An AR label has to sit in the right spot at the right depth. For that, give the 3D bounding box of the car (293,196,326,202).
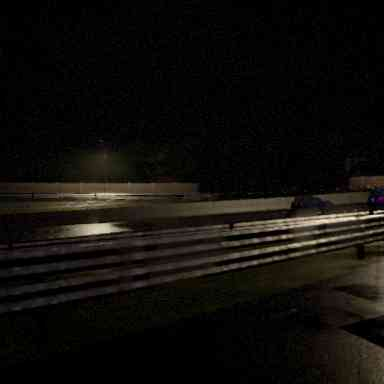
[{"bbox_3d":[12.665,1.198,35.079,4.553,1.767,2.097,-3,2,-22],"label":"car"}]

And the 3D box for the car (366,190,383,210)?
[{"bbox_3d":[20.739,0.760,34.608,5.566,2.045,2.150,-3,2,-22],"label":"car"}]

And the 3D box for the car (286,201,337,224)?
[{"bbox_3d":[9.499,1.756,26.211,4.181,1.385,1.994,-3,2,-22],"label":"car"}]
